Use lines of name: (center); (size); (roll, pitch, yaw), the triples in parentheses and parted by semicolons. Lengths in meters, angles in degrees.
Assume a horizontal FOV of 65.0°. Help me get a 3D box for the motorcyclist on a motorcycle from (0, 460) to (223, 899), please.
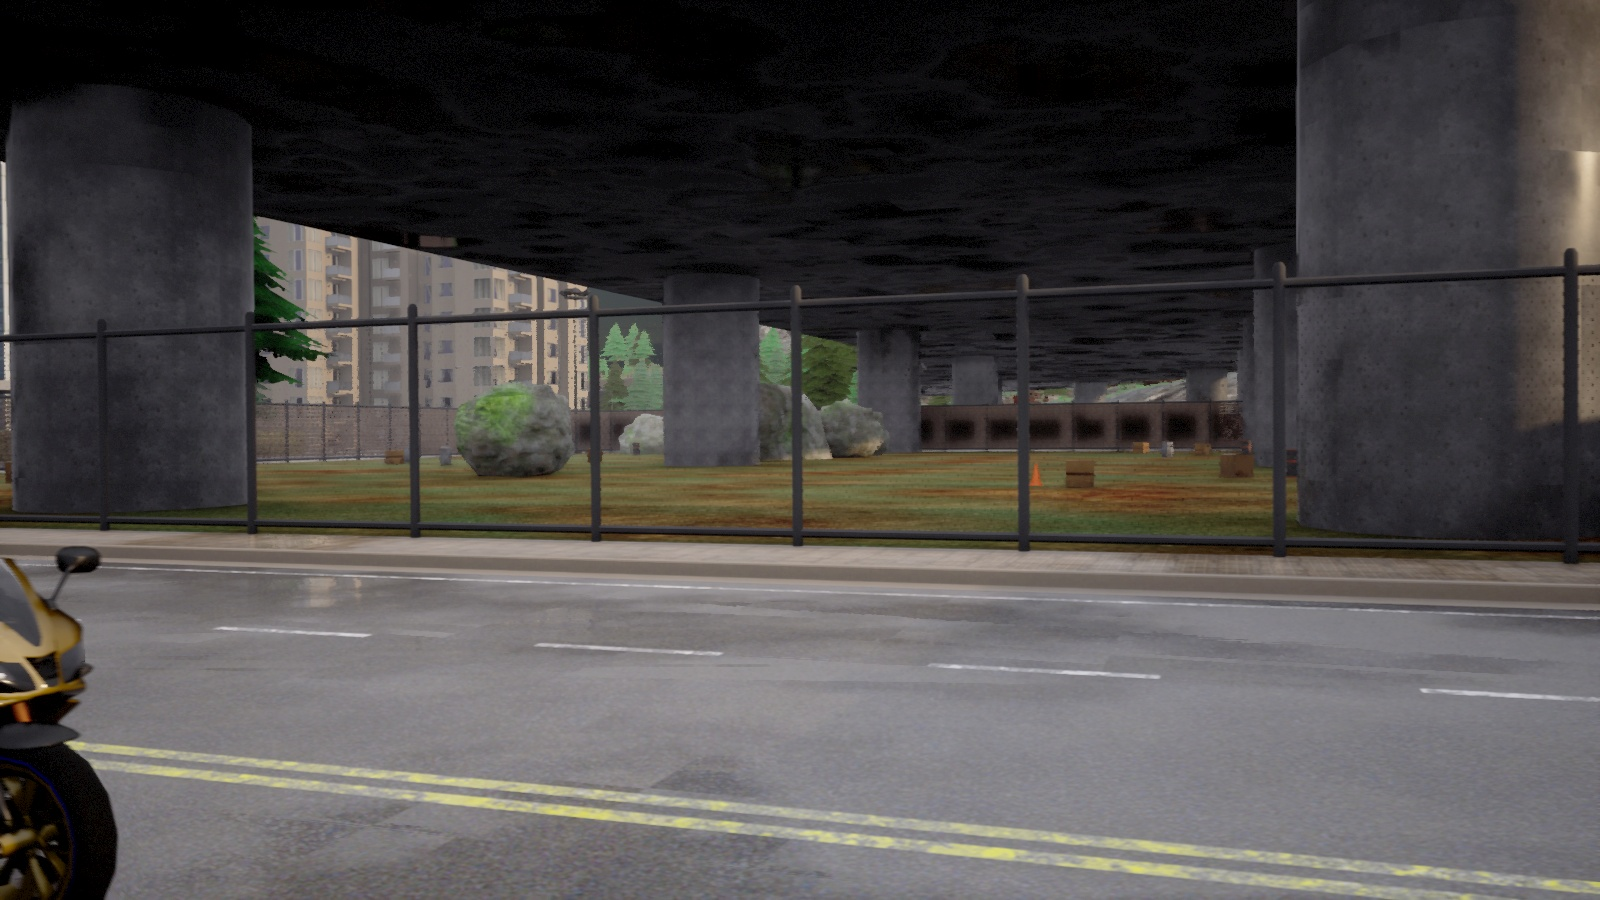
motorcyclist on a motorcycle: (-3.168, 0.807, 4.259); (2.191, 1.530, 0.866); (0, 1, 19)
